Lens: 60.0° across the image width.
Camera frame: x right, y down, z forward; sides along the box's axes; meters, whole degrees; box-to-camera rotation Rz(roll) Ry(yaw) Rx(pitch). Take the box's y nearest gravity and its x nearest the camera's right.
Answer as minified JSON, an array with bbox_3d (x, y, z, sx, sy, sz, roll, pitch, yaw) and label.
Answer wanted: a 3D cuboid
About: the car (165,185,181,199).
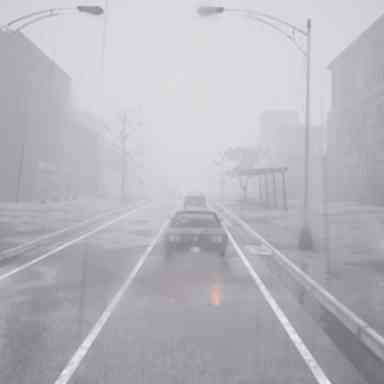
[{"bbox_3d":[-2.778,-0.027,49.764,2.150,2.045,5.566,1,1,1],"label":"car"}]

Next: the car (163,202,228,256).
[{"bbox_3d":[0.137,1.282,11.671,1.895,1.301,4.718,1,2,1],"label":"car"}]

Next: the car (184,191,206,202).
[{"bbox_3d":[0.264,0.656,29.759,1.882,1.535,5.008,1,1,1],"label":"car"}]
